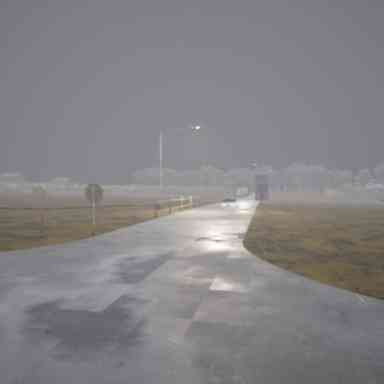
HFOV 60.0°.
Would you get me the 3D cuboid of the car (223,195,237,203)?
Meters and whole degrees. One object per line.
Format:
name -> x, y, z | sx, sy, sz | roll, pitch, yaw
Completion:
car -> 6.154, 1.100, 53.827 | 1.994, 1.385, 4.181 | 0, 0, 12
